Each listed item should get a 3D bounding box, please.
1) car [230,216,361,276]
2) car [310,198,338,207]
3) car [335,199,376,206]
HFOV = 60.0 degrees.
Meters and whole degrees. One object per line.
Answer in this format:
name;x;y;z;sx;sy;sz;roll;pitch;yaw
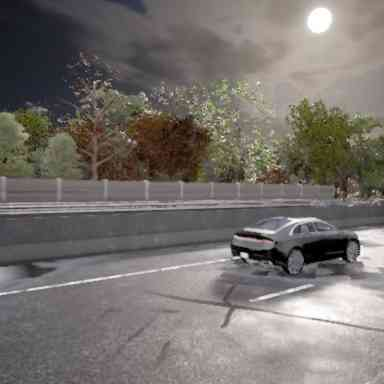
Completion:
car;3.402;1.519;10.475;4.902;1.511;2.128;0;0;-36
car;14.648;1.526;35.821;4.553;1.767;2.097;0;0;-36
car;16.656;1.682;32.954;4.892;1.490;1.837;0;0;-36
